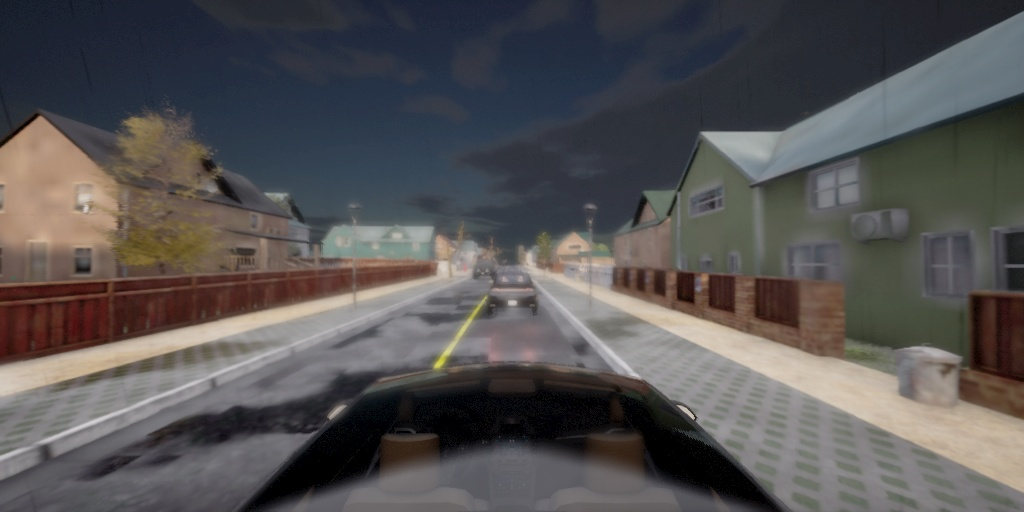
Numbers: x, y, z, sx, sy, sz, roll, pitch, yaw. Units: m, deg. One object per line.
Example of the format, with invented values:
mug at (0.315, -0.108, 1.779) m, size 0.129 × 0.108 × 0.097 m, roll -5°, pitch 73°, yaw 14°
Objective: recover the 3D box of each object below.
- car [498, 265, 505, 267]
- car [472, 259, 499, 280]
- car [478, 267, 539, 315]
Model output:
car at (0.033, 1.644, 28.657) m, size 1.895 × 1.301 × 4.718 m, roll 0°, pitch -1°, yaw 1°
car at (-2.796, 1.371, 37.377) m, size 2.150 × 2.045 × 5.566 m, roll 0°, pitch -1°, yaw 1°
car at (0.042, 1.373, 14.310) m, size 2.128 × 1.511 × 4.902 m, roll 0°, pitch -1°, yaw 1°
